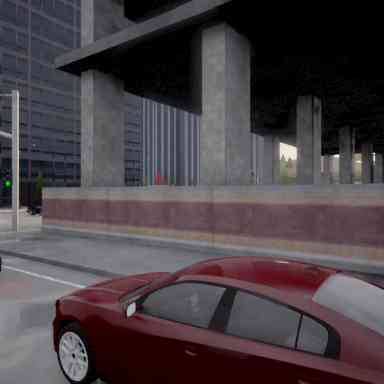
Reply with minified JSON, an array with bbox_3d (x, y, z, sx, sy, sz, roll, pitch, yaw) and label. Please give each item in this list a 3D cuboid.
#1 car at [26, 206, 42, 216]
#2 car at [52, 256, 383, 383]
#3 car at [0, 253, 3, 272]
[{"bbox_3d":[-14.070,1.656,33.511,1.895,1.301,4.718,0,0,36],"label":"car"},{"bbox_3d":[0.470,1.478,3.655,5.008,1.535,1.882,0,0,35],"label":"car"},{"bbox_3d":[-6.876,1.564,8.844,4.181,1.385,1.994,0,0,36],"label":"car"}]
